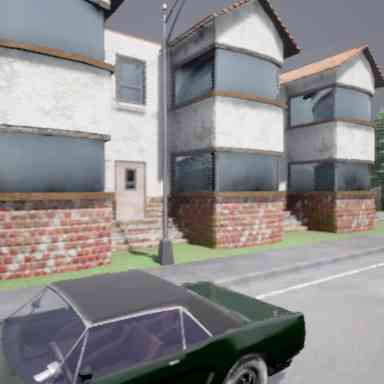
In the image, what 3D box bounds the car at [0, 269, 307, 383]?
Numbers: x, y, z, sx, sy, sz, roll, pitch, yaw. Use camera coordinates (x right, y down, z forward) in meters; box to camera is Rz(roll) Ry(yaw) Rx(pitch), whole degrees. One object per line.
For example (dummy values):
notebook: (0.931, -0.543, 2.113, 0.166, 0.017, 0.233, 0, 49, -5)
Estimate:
car: (-1.085, 1.596, 3.207, 4.718, 1.301, 1.895, 0, 0, -35)
